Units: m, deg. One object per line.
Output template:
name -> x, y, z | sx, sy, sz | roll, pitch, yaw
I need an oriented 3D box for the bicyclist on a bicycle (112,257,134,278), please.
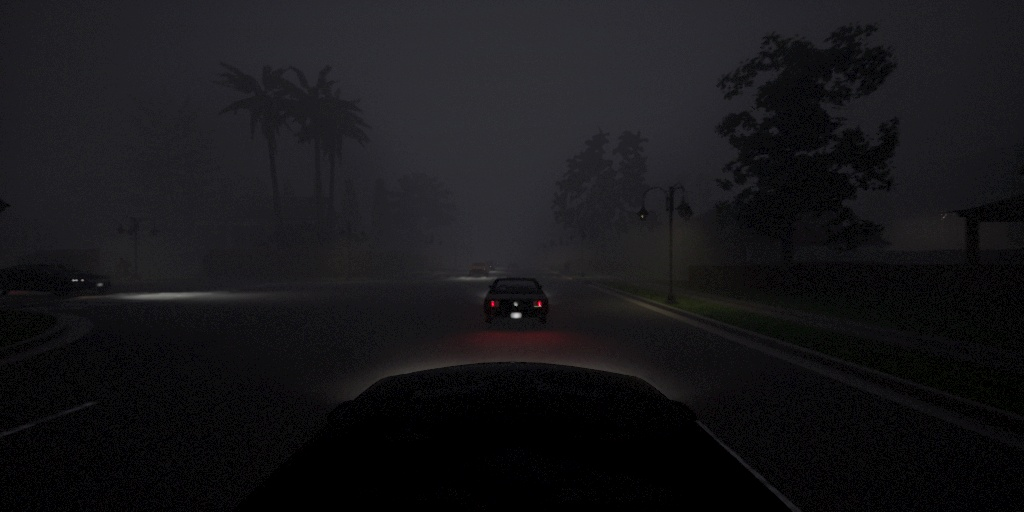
bicyclist on a bicycle -> -30.529, 0.932, 28.168 | 0.582, 1.620, 1.656 | 0, 0, 0

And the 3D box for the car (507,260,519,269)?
car -> 0.222, 1.439, 60.177 | 1.812, 1.442, 4.674 | 0, 0, 0

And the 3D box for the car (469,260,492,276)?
car -> -3.509, 1.334, 38.662 | 1.882, 1.535, 5.008 | 0, 0, 0

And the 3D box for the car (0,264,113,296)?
car -> -22.699, 1.135, 17.674 | 4.902, 1.511, 2.128 | 0, 0, 1

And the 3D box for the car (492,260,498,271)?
car -> -3.461, 1.401, 52.803 | 1.837, 1.490, 4.892 | 0, 0, 0

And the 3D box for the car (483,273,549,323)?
car -> 0.127, 1.380, 12.283 | 1.895, 1.301, 4.718 | 0, 0, 0
